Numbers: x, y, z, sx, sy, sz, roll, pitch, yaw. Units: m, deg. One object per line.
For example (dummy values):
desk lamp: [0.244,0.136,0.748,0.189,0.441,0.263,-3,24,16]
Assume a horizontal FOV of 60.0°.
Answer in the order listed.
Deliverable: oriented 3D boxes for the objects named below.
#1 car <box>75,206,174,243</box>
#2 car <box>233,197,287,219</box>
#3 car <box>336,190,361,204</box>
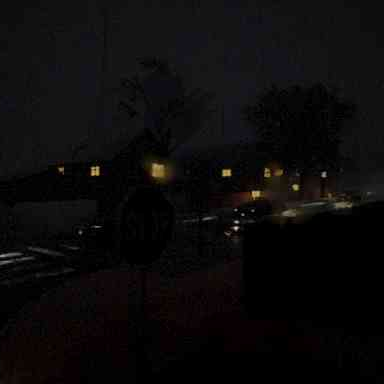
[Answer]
car: [-2.984,1.353,15.535,2.128,1.511,4.902,1,2,41]
car: [5.255,1.112,24.934,2.033,1.411,5.357,0,2,41]
car: [19.258,0.583,40.811,1.837,1.490,4.892,1,1,42]
